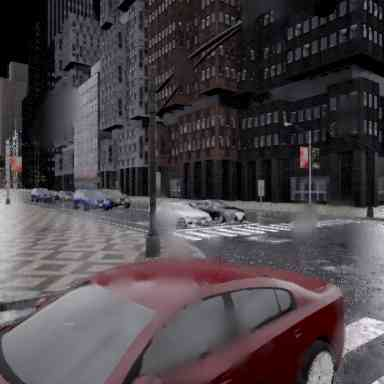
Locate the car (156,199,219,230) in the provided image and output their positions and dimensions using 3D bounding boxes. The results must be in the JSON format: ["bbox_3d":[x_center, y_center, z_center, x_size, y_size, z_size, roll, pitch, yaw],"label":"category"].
[{"bbox_3d":[-0.756,1.318,19.955,1.812,1.442,4.674,0,1,-36],"label":"car"}]

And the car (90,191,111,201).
[{"bbox_3d":[-15.831,0.683,57.649,1.882,1.535,5.008,0,1,-36],"label":"car"}]

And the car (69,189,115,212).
[{"bbox_3d":[-9.923,0.789,32.584,2.150,2.045,5.566,0,1,-36],"label":"car"}]

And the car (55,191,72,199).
[{"bbox_3d":[-25.144,0.508,64.941,1.882,1.535,5.008,0,1,-36],"label":"car"}]

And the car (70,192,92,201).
[{"bbox_3d":[-18.934,0.744,56.417,2.033,1.411,5.357,0,1,-36],"label":"car"}]

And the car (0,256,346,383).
[{"bbox_3d":[-0.380,1.478,3.116,5.008,1.535,1.882,0,1,-42],"label":"car"}]

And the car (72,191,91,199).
[{"bbox_3d":[-21.996,0.531,66.138,2.128,1.511,4.902,0,1,-36],"label":"car"}]

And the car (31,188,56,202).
[{"bbox_3d":[-22.942,0.458,50.667,2.150,2.045,5.566,0,1,-36],"label":"car"}]

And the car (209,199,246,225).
[{"bbox_3d":[1.523,1.271,22.355,2.128,1.511,4.902,0,1,-36],"label":"car"}]

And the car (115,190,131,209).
[{"bbox_3d":[-8.681,0.757,36.405,2.150,2.045,5.566,0,1,-36],"label":"car"}]

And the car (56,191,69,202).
[{"bbox_3d":[-20.528,0.727,52.883,2.128,1.511,4.902,0,1,-36],"label":"car"}]
